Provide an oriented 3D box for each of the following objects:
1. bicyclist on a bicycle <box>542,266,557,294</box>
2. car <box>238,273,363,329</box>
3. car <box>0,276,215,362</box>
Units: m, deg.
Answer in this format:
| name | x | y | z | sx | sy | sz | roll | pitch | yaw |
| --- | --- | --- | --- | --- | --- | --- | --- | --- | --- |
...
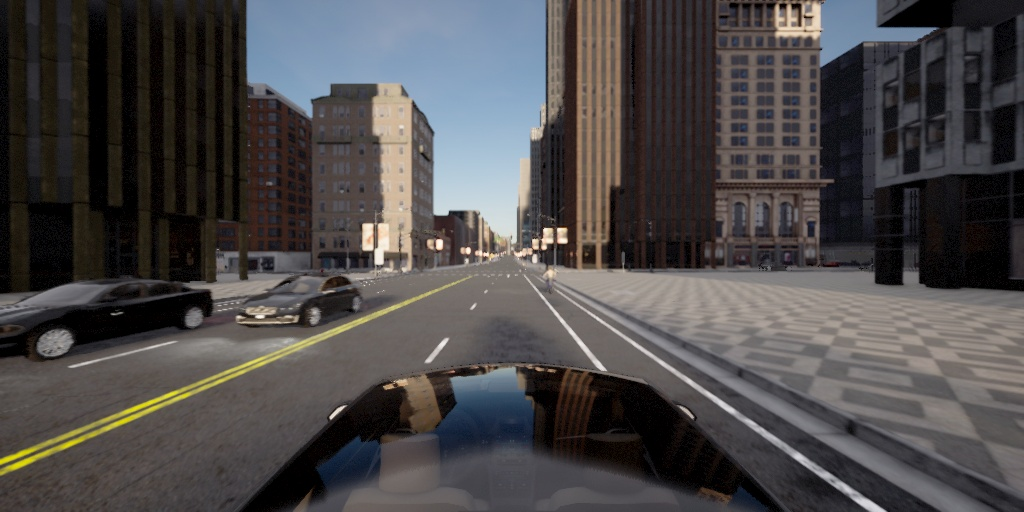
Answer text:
| name | x | y | z | sx | sy | sz | roll | pitch | yaw |
| --- | --- | --- | --- | --- | --- | --- | --- | --- | --- |
| bicyclist on a bicycle | 2.249 | 1.408 | 21.203 | 0.866 | 1.612 | 1.509 | 0 | -1 | 0 |
| car | -6.601 | 1.358 | 11.823 | 1.837 | 1.490 | 4.892 | 0 | -1 | 0 |
| car | -9.852 | 1.297 | 8.627 | 1.882 | 1.535 | 5.008 | 0 | -1 | 0 |
